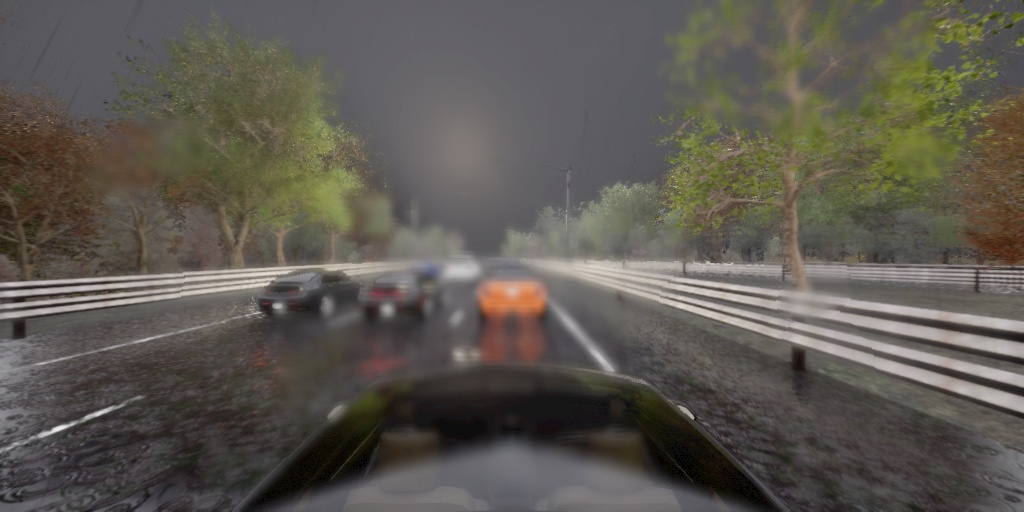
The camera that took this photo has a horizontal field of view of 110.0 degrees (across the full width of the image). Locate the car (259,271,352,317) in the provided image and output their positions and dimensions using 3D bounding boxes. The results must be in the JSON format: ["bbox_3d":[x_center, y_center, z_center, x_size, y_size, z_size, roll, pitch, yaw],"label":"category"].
[{"bbox_3d":[-6.982,1.271,13.183,1.837,1.490,4.892,0,0,0],"label":"car"}]

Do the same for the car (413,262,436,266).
[{"bbox_3d":[-7.194,1.270,29.783,1.882,1.535,5.008,0,0,-1],"label":"car"}]

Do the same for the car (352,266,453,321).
[{"bbox_3d":[-3.478,1.266,12.430,1.837,1.490,4.892,0,0,0],"label":"car"}]

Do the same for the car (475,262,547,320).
[{"bbox_3d":[0.018,1.112,12.830,2.097,1.767,4.553,0,0,0],"label":"car"}]

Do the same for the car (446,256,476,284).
[{"bbox_3d":[-3.657,1.009,27.081,2.150,2.045,5.566,0,0,-1],"label":"car"}]
